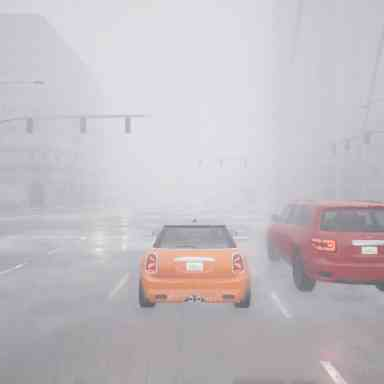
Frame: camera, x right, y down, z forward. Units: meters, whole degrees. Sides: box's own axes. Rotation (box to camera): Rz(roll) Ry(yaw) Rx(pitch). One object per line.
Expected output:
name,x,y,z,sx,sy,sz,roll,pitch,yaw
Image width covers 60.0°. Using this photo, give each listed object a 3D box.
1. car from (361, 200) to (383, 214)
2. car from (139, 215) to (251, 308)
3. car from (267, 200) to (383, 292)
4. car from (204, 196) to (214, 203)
car,20.493,1.564,35.263,4.181,1.385,1.994,0,0,1
car,0.066,1.352,8.082,2.097,1.767,4.553,0,0,1
car,3.544,1.221,9.106,2.150,2.045,5.566,0,0,2
car,3.615,1.525,71.071,1.812,1.442,4.674,0,0,0
